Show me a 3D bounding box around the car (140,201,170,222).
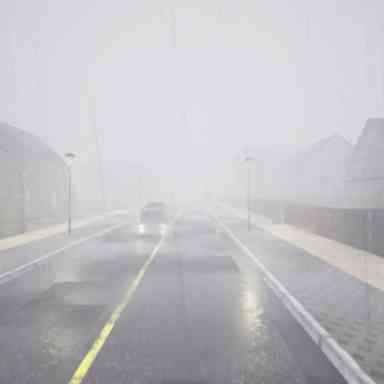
[{"bbox_3d":[-2.787,1.437,25.759,1.882,1.535,5.008,0,0,1],"label":"car"}]
